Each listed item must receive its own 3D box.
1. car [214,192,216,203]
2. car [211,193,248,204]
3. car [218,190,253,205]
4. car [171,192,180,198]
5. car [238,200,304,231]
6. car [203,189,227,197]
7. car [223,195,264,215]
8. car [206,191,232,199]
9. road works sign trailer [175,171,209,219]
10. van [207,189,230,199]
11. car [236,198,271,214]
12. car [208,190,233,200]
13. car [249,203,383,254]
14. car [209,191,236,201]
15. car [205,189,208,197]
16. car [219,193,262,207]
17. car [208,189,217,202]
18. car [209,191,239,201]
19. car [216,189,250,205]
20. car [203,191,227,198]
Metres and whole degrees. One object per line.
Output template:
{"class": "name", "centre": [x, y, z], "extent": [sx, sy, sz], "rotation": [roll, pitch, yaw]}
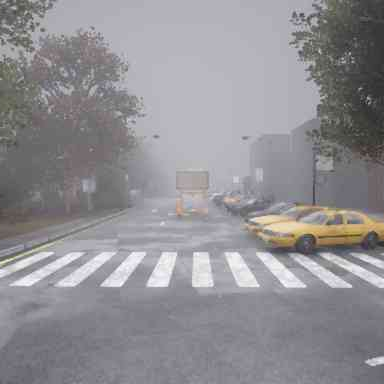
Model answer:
{"class": "car", "centre": [5.450, 1.055, 39.834], "extent": [4.674, 1.452, 2.002], "rotation": [1, 0, -20]}
{"class": "car", "centre": [5.491, 0.941, 48.827], "extent": [4.792, 1.488, 2.163], "rotation": [1, 1, -20]}
{"class": "car", "centre": [5.446, 0.963, 33.835], "extent": [4.553, 1.767, 2.185], "rotation": [1, 1, -20]}
{"class": "car", "centre": [-3.736, 0.716, 75.848], "extent": [1.895, 1.301, 4.718], "rotation": [0, 1, 0]}
{"class": "car", "centre": [5.156, 1.320, 15.762], "extent": [5.366, 1.575, 1.946], "rotation": [0, 1, -20]}
{"class": "car", "centre": [5.746, 0.303, 84.895], "extent": [5.566, 2.045, 2.435], "rotation": [1, 0, -20]}
{"class": "car", "centre": [5.380, 1.205, 27.826], "extent": [4.674, 1.452, 2.002], "rotation": [0, 1, -20]}
{"class": "car", "centre": [5.656, 0.697, 69.862], "extent": [5.008, 1.535, 2.097], "rotation": [1, 0, -20]}
{"class": "road works sign trailer", "centre": [0.068, 0.173, 25.563], "extent": [2.380, 3.560, 2.880], "rotation": [0, 1, 0]}
{"class": "van", "centre": [5.791, 0.444, 72.904], "extent": [4.442, 1.987, 1.878], "rotation": [1, 0, -20]}
{"class": "car", "centre": [5.347, 1.286, 18.826], "extent": [4.892, 1.521, 2.231], "rotation": [1, 1, -20]}
{"class": "car", "centre": [5.680, 0.601, 66.857], "extent": [4.553, 1.767, 2.185], "rotation": [1, 1, -20]}
{"class": "car", "centre": [5.150, 1.360, 12.761], "extent": [5.366, 1.575, 1.946], "rotation": [1, 1, -20]}
{"class": "car", "centre": [5.576, 0.659, 60.841], "extent": [4.553, 1.767, 2.185], "rotation": [1, 0, -20]}
{"class": "car", "centre": [5.520, 0.626, 51.825], "extent": [5.566, 2.045, 2.435], "rotation": [1, 1, -20]}
{"class": "car", "centre": [5.367, 1.156, 30.817], "extent": [4.792, 1.488, 2.163], "rotation": [1, 1, -20]}
{"class": "car", "centre": [5.465, 0.728, 42.809], "extent": [5.566, 2.045, 2.435], "rotation": [1, 1, -20]}
{"class": "car", "centre": [5.555, 0.689, 57.840], "extent": [4.553, 1.767, 2.185], "rotation": [1, 0, -20]}
{"class": "car", "centre": [5.466, 0.926, 36.836], "extent": [4.553, 1.767, 2.185], "rotation": [1, 1, -20]}
{"class": "car", "centre": [5.529, 0.606, 78.806], "extent": [5.366, 1.575, 1.946], "rotation": [1, 1, -20]}
